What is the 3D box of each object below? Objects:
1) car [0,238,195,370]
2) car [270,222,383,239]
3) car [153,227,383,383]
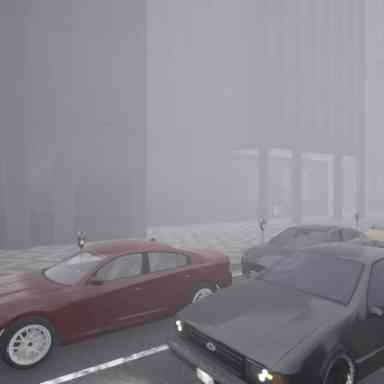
[{"bbox_3d":[-1.330,1.545,5.699,4.507,1.381,1.887,0,0,-35],"label":"car"},{"bbox_3d":[3.262,1.566,8.966,4.313,1.339,1.947,0,0,-35],"label":"car"},{"bbox_3d":[2.305,1.547,5.016,5.357,1.411,2.033,0,0,-35],"label":"car"}]
